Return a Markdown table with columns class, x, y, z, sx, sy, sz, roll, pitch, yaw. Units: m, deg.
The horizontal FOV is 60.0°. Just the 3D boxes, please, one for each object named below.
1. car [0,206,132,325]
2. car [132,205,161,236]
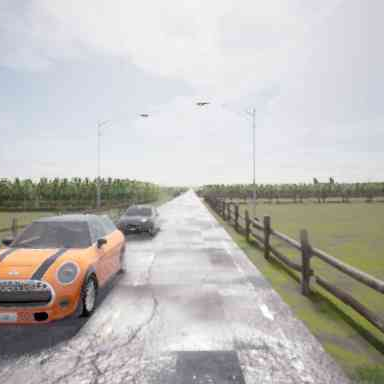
| class | x | y | z | sx | sy | sz | roll | pitch | yaw |
| --- | --- | --- | --- | --- | --- | --- | --- | --- | --- |
| car | -2.847 | 1.326 | 7.372 | 2.097 | 1.767 | 4.553 | 0 | 0 | 0 |
| car | -2.759 | 1.483 | 17.948 | 1.837 | 1.490 | 4.892 | 0 | 0 | 0 |
